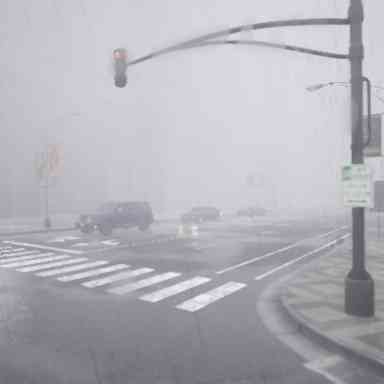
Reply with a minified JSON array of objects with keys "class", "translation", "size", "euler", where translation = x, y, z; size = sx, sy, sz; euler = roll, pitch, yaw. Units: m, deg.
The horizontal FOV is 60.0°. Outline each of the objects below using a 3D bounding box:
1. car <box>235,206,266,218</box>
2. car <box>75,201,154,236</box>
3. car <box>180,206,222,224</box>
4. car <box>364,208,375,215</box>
[{"class":"car","translation":[6.840,2.260,38.446],"size":[1.895,1.301,4.718],"euler":[-1,-1,35]},{"class":"car","translation":[-4.898,1.627,21.922],"size":[2.150,2.045,5.566],"euler":[-1,-1,35]},{"class":"car","translation":[0.895,2.035,30.077],"size":[1.837,1.490,4.892],"euler":[-1,-1,36]},{"class":"car","translation":[22.464,2.072,43.303],"size":[2.097,1.767,4.553],"euler":[-1,-1,35]}]
